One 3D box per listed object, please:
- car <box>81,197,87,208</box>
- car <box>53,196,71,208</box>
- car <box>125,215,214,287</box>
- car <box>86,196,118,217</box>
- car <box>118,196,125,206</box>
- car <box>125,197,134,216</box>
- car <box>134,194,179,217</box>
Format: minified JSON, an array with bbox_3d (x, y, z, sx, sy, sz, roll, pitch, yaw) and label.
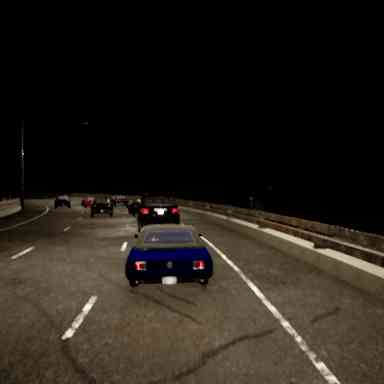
[{"bbox_3d":[-13.614,1.311,44.446,1.994,1.385,4.181,0,0,-25],"label":"car"},{"bbox_3d":[-16.624,1.254,42.647,2.128,1.511,4.902,0,1,-24],"label":"car"},{"bbox_3d":[-0.653,1.546,9.153,1.895,1.301,4.718,0,0,-5],"label":"car"},{"bbox_3d":[-8.006,1.323,29.482,2.128,1.511,4.902,0,0,-16],"label":"car"},{"bbox_3d":[-9.835,1.234,44.613,2.128,1.511,4.902,0,0,-23],"label":"car"},{"bbox_3d":[-4.761,1.384,30.793,1.994,1.385,4.181,0,0,-16],"label":"car"},{"bbox_3d":[-2.073,1.107,19.346,2.150,2.045,5.566,0,0,-11],"label":"car"}]
